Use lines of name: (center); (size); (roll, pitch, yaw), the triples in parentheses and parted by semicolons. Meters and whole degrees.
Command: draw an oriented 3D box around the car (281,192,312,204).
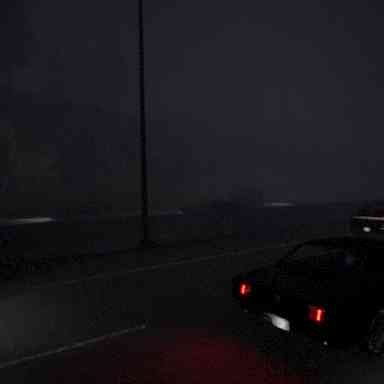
car: (13.664, 0.706, 43.378); (4.674, 1.442, 1.812); (-2, 1, -35)

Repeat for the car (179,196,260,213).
car: (1.720, 1.223, 22.252); (5.357, 1.411, 2.033); (-2, 1, -35)

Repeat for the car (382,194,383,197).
car: (27.154, 0.430, 44.271); (4.892, 1.490, 1.837); (-2, 1, -35)

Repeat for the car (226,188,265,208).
car: (4.787, 0.698, 32.934); (5.566, 2.045, 2.150); (-2, 1, -35)

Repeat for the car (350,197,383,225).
car: (8.632, 1.152, 14.028); (4.902, 1.511, 2.128); (-2, 1, -35)

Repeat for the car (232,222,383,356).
car: (3.041, 1.471, 5.849); (4.718, 1.301, 1.895); (-2, 1, -35)

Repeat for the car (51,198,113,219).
car: (-9.033, 1.303, 27.545); (4.892, 1.490, 1.837); (-2, 1, -35)
